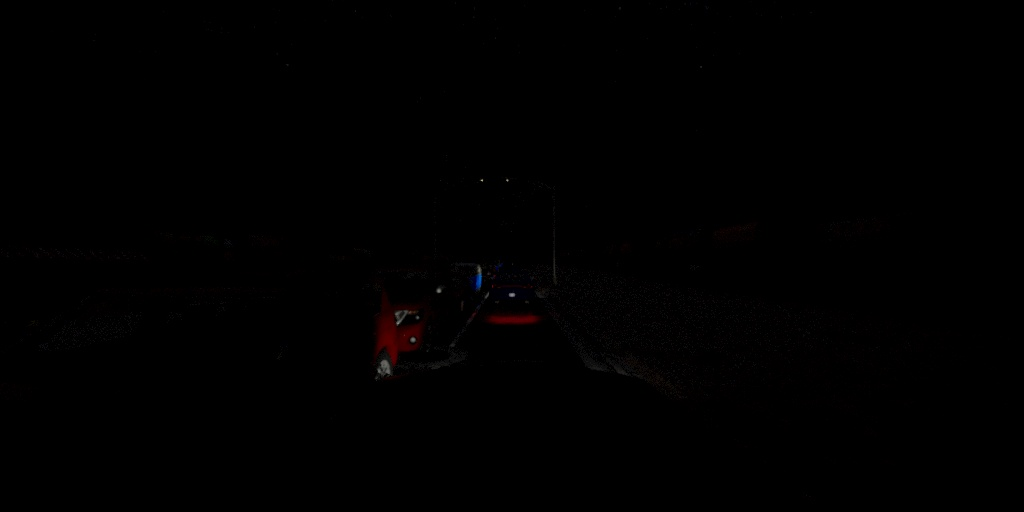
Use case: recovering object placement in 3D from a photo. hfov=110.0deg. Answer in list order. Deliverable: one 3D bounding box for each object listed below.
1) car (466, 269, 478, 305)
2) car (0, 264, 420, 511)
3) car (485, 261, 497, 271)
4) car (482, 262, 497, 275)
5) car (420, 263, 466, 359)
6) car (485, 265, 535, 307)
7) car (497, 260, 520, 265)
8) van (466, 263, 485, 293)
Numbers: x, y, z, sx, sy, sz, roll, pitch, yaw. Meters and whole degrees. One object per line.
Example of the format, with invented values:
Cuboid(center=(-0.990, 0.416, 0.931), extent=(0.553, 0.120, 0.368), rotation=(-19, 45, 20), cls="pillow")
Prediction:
Cuboid(center=(-2.631, 1.417, 14.369), extent=(1.888, 1.381, 4.507), rotation=(0, 0, 0), cls="car")
Cuboid(center=(-2.636, 1.080, 3.299), extent=(2.192, 1.841, 5.009), rotation=(0, 0, 0), cls="car")
Cuboid(center=(-2.624, 1.473, 30.974), extent=(1.967, 1.591, 4.097), rotation=(0, 0, 0), cls="car")
Cuboid(center=(-3.004, 1.669, 48.692), extent=(1.801, 1.575, 5.366), rotation=(0, -1, 0), cls="car")
Cuboid(center=(-2.633, 1.133, 8.834), extent=(2.192, 1.841, 5.009), rotation=(0, 0, 0), cls="car")
Cuboid(center=(0.014, 1.369, 16.349), extent=(1.882, 1.535, 5.008), rotation=(0, 0, 0), cls="car")
Cuboid(center=(0.016, 1.383, 30.962), extent=(2.097, 1.767, 4.553), rotation=(0, -1, 0), cls="car")
Cuboid(center=(-2.629, 1.266, 19.904), extent=(1.690, 1.789, 3.998), rotation=(0, 0, 0), cls="van")
